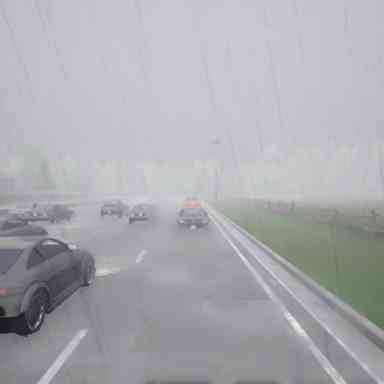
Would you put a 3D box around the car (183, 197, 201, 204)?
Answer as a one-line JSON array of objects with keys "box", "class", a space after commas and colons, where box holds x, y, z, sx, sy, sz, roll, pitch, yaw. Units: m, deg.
[{"box": [0.043, 1.352, 39.591, 2.097, 1.767, 4.553, 0, 0, 0], "class": "car"}]

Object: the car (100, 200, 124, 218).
[{"box": [-6.942, 1.499, 30.262, 2.128, 1.511, 4.902, 0, 0, 0], "class": "car"}]

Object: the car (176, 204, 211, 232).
[{"box": [0.073, 1.601, 20.105, 1.895, 1.301, 4.718, 0, 0, 0], "class": "car"}]

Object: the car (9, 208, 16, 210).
[{"box": [-13.941, 1.616, 29.185, 1.895, 1.301, 4.718, 0, 0, 0], "class": "car"}]

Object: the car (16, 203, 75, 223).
[{"box": [-10.434, 1.559, 24.661, 2.033, 1.411, 5.357, 0, 0, 0], "class": "car"}]

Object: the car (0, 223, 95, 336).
[{"box": [-3.406, 1.568, 6.700, 1.994, 1.385, 4.181, 0, 0, 0], "class": "car"}]

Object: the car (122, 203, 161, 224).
[{"box": [-3.434, 1.551, 24.661, 2.033, 1.411, 5.357, 0, 0, 0], "class": "car"}]

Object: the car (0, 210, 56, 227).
[{"box": [-6.916, 1.571, 12.090, 1.994, 1.385, 4.181, 0, 0, 0], "class": "car"}]
